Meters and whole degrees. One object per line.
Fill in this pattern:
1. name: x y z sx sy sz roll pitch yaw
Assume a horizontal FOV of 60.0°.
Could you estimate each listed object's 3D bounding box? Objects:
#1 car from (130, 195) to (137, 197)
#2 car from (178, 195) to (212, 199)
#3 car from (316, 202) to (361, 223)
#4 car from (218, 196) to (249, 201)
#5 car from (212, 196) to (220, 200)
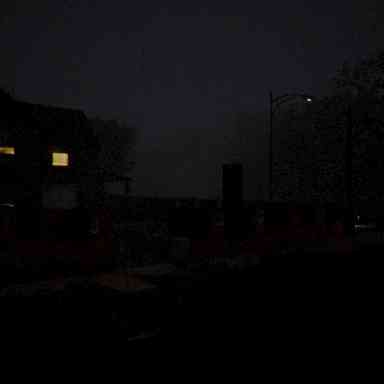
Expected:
1. car: -12.830 1.274 68.938 2.128 1.511 4.902 0 0 -36
2. car: -0.212 1.255 39.875 2.097 1.767 4.553 0 0 -36
3. car: 10.316 1.500 25.215 1.812 1.442 4.674 0 0 -36
4. car: 5.004 1.464 32.614 1.812 1.442 4.674 0 0 -36
5. car: 3.222 1.267 41.010 2.097 1.767 4.553 0 0 -36
